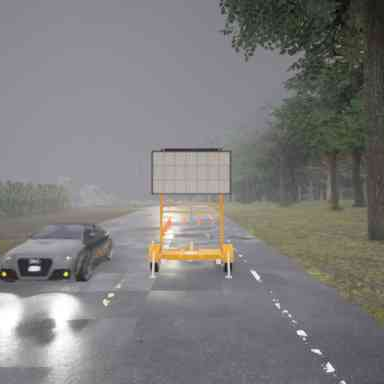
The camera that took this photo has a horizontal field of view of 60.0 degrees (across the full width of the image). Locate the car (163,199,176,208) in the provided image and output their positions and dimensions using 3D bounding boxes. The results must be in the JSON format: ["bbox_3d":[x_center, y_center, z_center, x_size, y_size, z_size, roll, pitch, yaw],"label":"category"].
[{"bbox_3d":[-3.680,1.831,53.818,1.994,1.385,4.181,0,-1,0],"label":"car"}]

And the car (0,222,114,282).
[{"bbox_3d":[-3.616,1.578,9.630,1.994,1.385,4.181,0,0,0],"label":"car"}]

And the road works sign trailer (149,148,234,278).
[{"bbox_3d":[-0.016,0.480,10.154,2.380,3.560,2.880,0,0,0],"label":"road works sign trailer"}]
